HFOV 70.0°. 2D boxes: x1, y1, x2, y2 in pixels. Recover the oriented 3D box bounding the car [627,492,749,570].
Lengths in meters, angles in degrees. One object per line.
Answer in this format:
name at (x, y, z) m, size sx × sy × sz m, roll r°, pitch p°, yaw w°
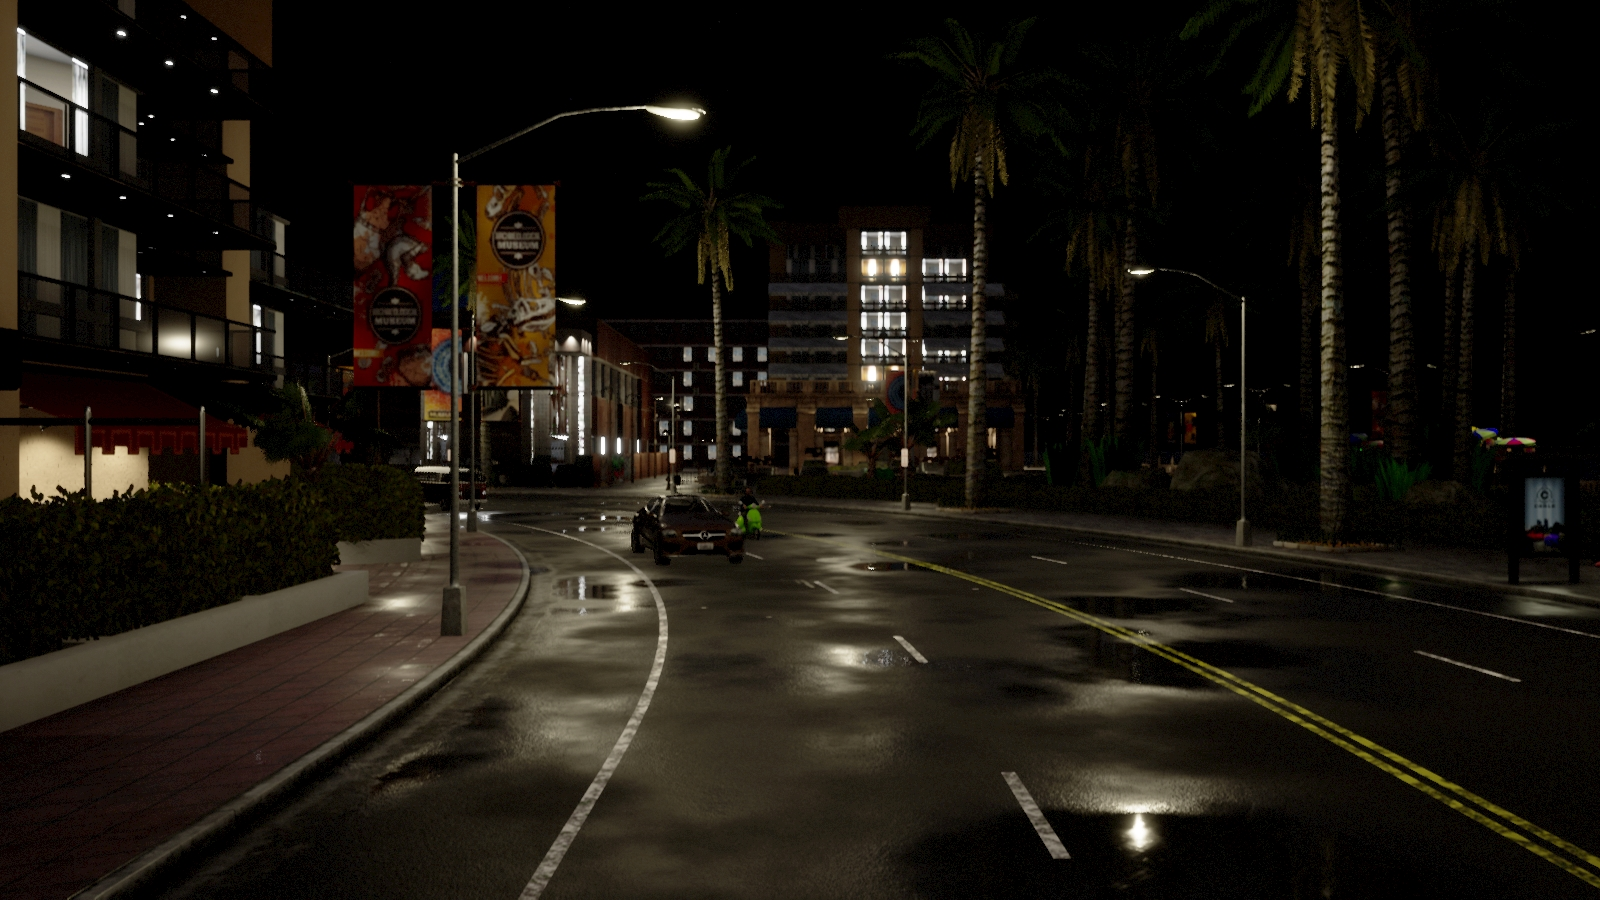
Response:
car at (-3.023, 2.004, 29.664) m, size 2.152 × 1.651 × 5.027 m, roll 0°, pitch 0°, yaw -18°
